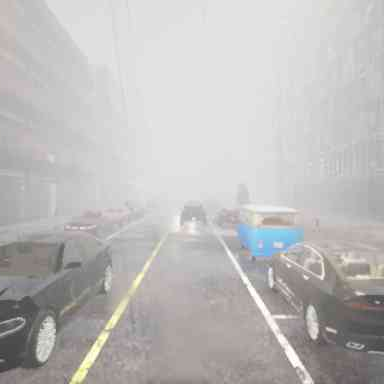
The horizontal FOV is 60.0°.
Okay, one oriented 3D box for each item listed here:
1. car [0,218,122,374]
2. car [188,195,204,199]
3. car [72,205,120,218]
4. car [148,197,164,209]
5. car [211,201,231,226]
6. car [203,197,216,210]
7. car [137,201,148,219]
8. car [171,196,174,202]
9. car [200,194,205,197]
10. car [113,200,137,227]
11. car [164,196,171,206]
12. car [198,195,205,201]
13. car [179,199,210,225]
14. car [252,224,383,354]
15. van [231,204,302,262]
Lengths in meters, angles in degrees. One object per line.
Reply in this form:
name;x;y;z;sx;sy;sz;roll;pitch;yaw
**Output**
car;-2.800;1.483;5.941;1.882;1.535;5.008;0;0;1
car;0.100;1.539;42.844;2.128;1.511;4.902;0;0;0
car;-5.305;1.600;17.596;1.802;1.307;4.206;1;0;0
car;-5.314;1.618;45.828;1.947;1.339;4.313;1;0;0
car;2.576;1.569;23.091;1.887;1.381;4.507;1;0;0
car;2.576;1.571;40.218;1.752;1.417;4.829;1;0;0
car;-5.303;1.471;28.889;1.967;1.590;4.097;1;0;0
car;-5.271;1.625;79.538;1.752;1.417;4.829;1;0;0
car;2.577;1.499;51.353;1.967;1.590;4.097;1;0;0
car;-5.304;1.550;23.072;1.752;1.417;4.829;1;0;0
car;-5.278;1.617;57.121;2.008;1.369;4.403;1;0;0
car;2.577;1.664;90.918;1.887;1.381;4.507;1;0;0
car;0.101;1.532;24.588;1.837;1.490;4.892;0;0;0
car;2.576;1.557;6.133;2.008;1.369;4.403;1;0;0
van;2.579;1.353;11.786;1.690;1.788;3.998;1;0;0
